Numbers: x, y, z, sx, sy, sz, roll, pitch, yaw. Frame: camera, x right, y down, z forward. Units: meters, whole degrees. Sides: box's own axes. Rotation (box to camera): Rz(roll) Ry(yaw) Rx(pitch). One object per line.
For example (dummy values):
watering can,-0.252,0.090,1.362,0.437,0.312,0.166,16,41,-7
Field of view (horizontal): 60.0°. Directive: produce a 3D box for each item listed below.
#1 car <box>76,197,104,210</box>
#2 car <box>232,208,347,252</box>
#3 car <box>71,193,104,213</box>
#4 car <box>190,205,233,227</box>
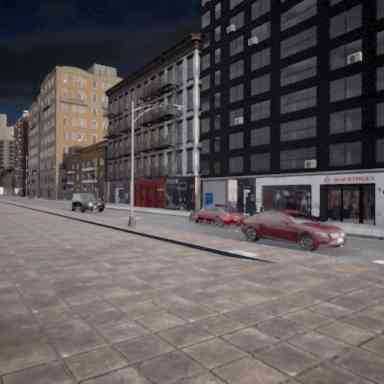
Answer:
car,-13.511,1.423,43.905,2.128,1.511,4.902,0,0,-35
car,4.076,1.502,14.065,1.812,1.442,4.674,0,0,-36
car,-11.320,1.152,35.753,2.150,2.045,5.566,0,0,-35
car,1.641,1.550,22.566,1.994,1.385,4.181,0,0,-35
